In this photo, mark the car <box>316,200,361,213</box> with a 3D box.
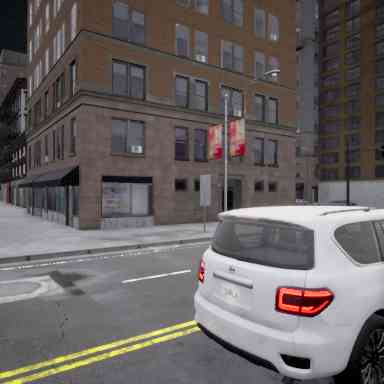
[{"bbox_3d":[16.982,1.597,38.728,1.947,1.339,4.313,0,0,-35],"label":"car"}]

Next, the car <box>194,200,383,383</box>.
[{"bbox_3d":[2.645,1.222,5.312,5.566,2.045,2.150,0,0,-35],"label":"car"}]
